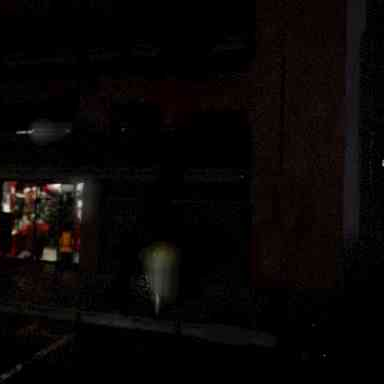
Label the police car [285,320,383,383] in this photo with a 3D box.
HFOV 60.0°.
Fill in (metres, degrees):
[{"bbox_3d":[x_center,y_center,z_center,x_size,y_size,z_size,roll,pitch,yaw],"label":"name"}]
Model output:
[{"bbox_3d":[3.558,1.715,2.918,5.238,1.638,1.930,2,-3,13],"label":"police car"}]
